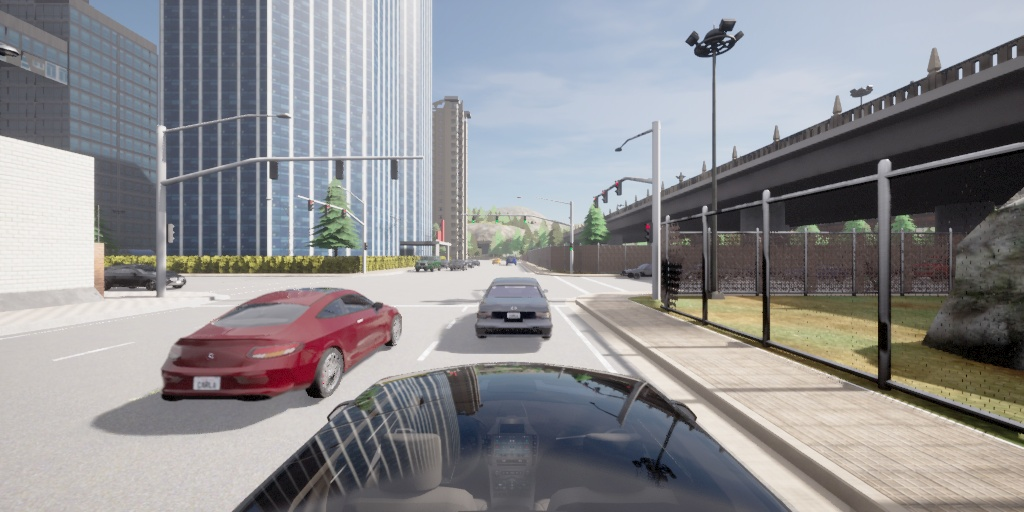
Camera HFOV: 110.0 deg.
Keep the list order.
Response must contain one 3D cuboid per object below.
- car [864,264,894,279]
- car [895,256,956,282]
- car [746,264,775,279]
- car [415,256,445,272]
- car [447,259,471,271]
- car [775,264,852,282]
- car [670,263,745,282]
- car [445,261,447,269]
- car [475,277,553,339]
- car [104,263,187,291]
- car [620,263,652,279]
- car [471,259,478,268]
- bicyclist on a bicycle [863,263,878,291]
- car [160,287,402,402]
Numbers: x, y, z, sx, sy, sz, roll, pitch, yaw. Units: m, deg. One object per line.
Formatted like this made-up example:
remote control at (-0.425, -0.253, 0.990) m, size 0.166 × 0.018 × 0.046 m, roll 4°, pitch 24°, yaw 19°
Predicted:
car at (32.226, 1.406, 32.695) m, size 4.718 × 1.301 × 1.895 m, roll 0°, pitch 0°, yaw 0°
car at (35.224, 1.027, 29.207) m, size 5.566 × 2.045 × 2.150 m, roll 0°, pitch 0°, yaw -1°
car at (22.300, 1.406, 32.659) m, size 4.718 × 1.301 × 1.895 m, roll 0°, pitch 0°, yaw 0°
car at (-10.660, 0.971, 46.097) m, size 2.150 × 2.045 × 5.566 m, roll 0°, pitch 0°, yaw 4°
car at (-7.209, 1.255, 48.989) m, size 1.837 × 1.490 × 4.892 m, roll 0°, pitch 0°, yaw 0°
car at (24.610, 1.331, 29.159) m, size 4.674 × 1.442 × 1.812 m, roll 0°, pitch 0°, yaw 0°
car at (15.654, 1.297, 29.129) m, size 4.902 × 1.511 × 2.128 m, roll 0°, pitch 0°, yaw 0°
car at (-10.718, 1.297, 56.283) m, size 2.033 × 1.411 × 5.357 m, roll 0°, pitch 0°, yaw 0°
car at (0.084, 1.298, 10.085) m, size 2.033 × 1.411 × 5.357 m, roll 0°, pitch 0°, yaw 1°
car at (-22.591, 1.331, 21.776) m, size 4.674 × 1.442 × 1.812 m, roll 0°, pitch 0°, yaw 0°
car at (12.710, 1.353, 32.616) m, size 5.357 × 1.411 × 2.033 m, roll 0°, pitch 0°, yaw 0°
car at (-7.216, 1.241, 58.201) m, size 2.128 × 1.511 × 4.902 m, roll 0°, pitch 0°, yaw 0°
bicyclist on a bicycle at (18.260, 1.106, 18.157) m, size 0.582 × 1.620 × 1.656 m, roll 0°, pitch 0°, yaw 0°
car at (-3.450, 1.276, 6.370) m, size 1.812 × 1.442 × 4.674 m, roll 0°, pitch 0°, yaw 0°
